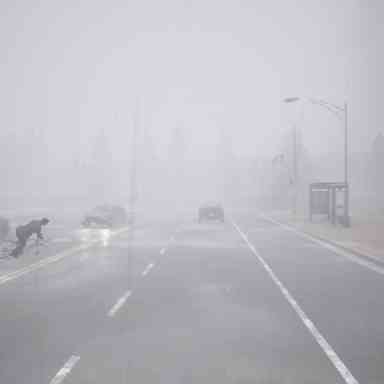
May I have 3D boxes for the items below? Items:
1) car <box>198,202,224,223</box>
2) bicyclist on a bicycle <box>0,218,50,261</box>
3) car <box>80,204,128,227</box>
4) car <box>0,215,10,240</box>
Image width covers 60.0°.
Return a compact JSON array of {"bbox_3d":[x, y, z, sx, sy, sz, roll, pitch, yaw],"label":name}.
[{"bbox_3d":[1.492,1.478,25.943,1.882,1.535,5.008,0,0,3],"label":"car"},{"bbox_3d":[-4.929,1.439,10.076,0.582,1.620,1.656,42,12,37],"label":"bicyclist on a bicycle"},{"bbox_3d":[-5.824,1.548,22.870,2.033,1.411,5.357,0,0,4],"label":"car"},{"bbox_3d":[-9.865,1.525,14.444,1.812,1.442,4.674,0,0,3],"label":"car"}]
